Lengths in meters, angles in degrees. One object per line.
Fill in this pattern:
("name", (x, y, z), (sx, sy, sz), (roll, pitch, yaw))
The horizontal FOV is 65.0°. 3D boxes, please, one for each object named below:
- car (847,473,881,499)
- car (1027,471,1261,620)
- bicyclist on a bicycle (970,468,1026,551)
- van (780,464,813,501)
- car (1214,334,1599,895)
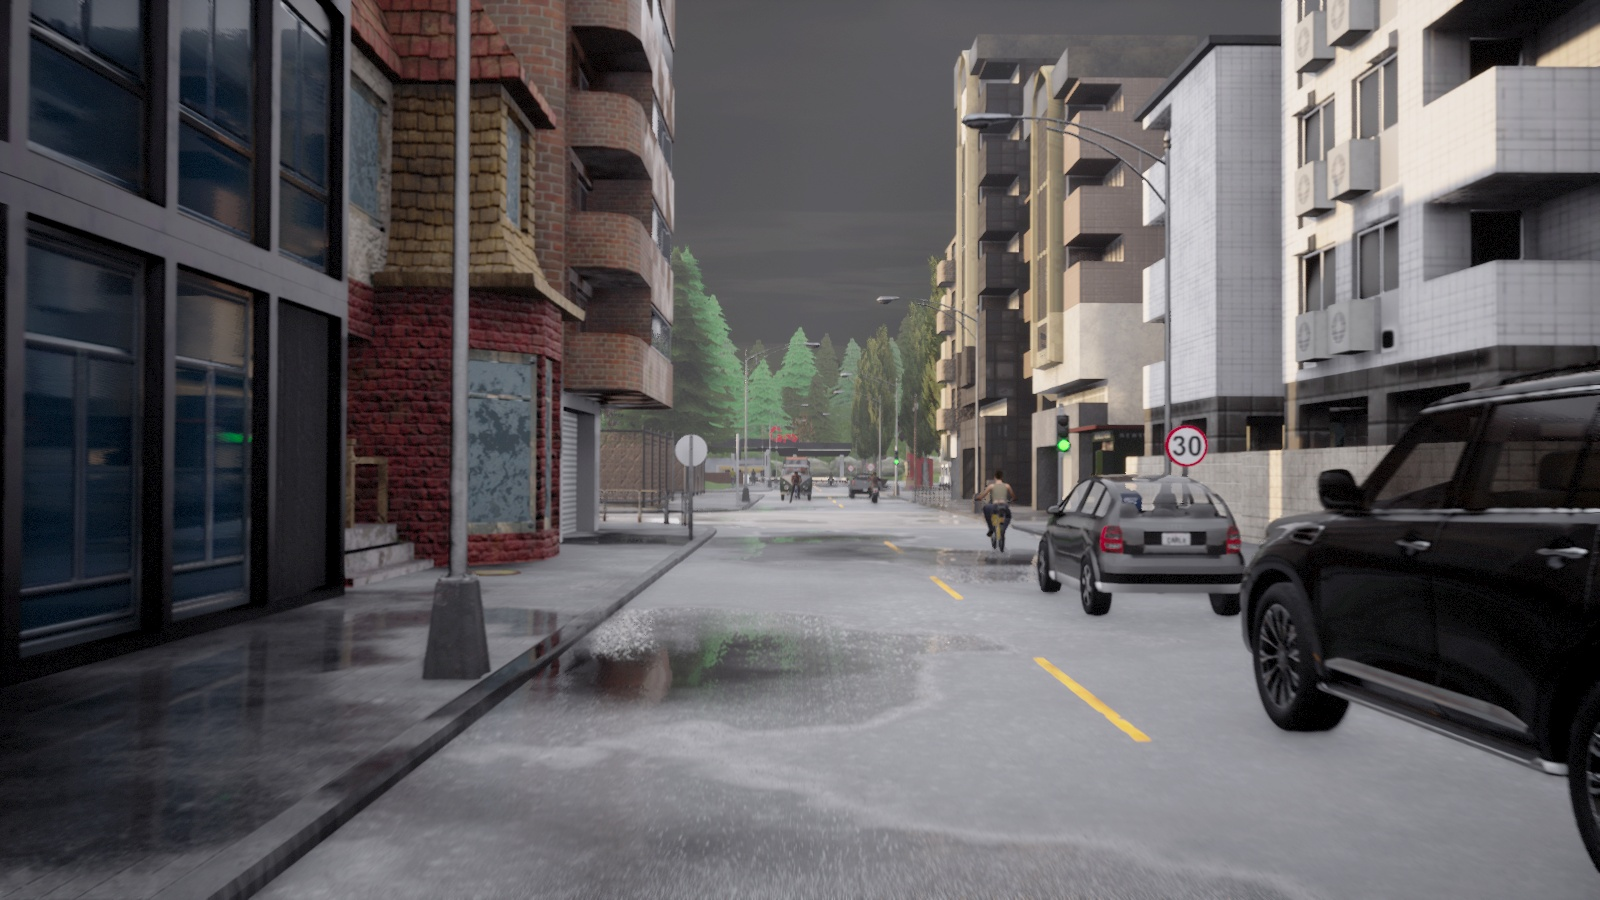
("car", (3.776, 2.102, 74.906), (1.845, 1.501, 3.633), (0, -1, 0))
("car", (3.962, 1.038, 15.090), (1.789, 1.549, 3.705), (0, -1, 0))
("bicyclist on a bicycle", (3.937, 1.167, 25.088), (0.866, 1.612, 1.509), (0, -1, 0))
("van", (-0.206, 1.762, 69.426), (1.775, 1.987, 4.442), (0, -1, 0))
("car", (3.985, 0.621, 5.962), (2.150, 2.045, 5.566), (0, -1, 0))
